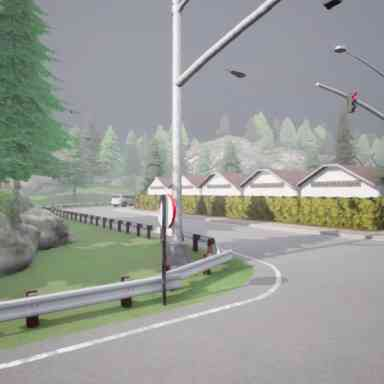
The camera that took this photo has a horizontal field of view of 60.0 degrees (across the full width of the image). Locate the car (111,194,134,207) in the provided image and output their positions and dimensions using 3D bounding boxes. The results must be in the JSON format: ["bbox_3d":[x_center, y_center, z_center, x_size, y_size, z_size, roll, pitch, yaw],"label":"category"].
[{"bbox_3d":[-10.453,1.394,53.907,2.150,2.045,5.566,0,0,36],"label":"car"}]
